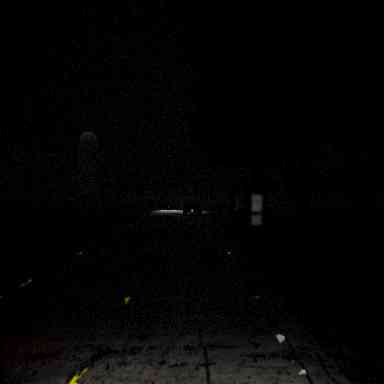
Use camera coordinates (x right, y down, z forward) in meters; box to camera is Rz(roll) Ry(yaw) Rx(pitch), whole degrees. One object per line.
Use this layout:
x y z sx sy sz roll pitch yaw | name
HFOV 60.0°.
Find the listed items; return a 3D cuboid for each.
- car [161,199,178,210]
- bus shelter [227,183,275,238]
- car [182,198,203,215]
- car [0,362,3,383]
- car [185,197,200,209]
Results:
-2.840 1.632 43.423 1.994 1.385 4.181 0 0 0 | car
3.142 0.897 18.553 1.920 2.740 3.880 1 1 0 | bus shelter
0.050 1.551 33.998 1.837 1.490 4.892 0 0 1 | car
-2.850 1.565 1.555 1.994 1.385 4.181 0 0 0 | car
0.044 1.578 49.175 2.128 1.511 4.902 0 0 0 | car
